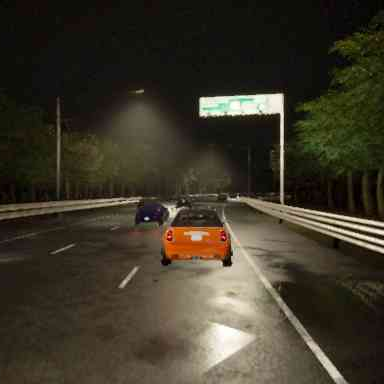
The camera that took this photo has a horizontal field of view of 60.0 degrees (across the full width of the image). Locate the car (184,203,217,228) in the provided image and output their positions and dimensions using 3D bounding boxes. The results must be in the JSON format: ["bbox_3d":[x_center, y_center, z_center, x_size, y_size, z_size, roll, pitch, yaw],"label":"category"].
[{"bbox_3d":[0.696,1.540,23.265,2.033,1.411,5.357,0,0,3],"label":"car"}]

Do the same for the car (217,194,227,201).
[{"bbox_3d":[6.997,1.300,76.744,2.097,1.767,4.553,0,0,10],"label":"car"}]

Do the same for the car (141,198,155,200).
[{"bbox_3d":[-5.088,1.460,39.098,1.837,1.490,4.892,0,0,5],"label":"car"}]

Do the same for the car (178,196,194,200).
[{"bbox_3d":[-0.866,1.321,45.952,2.097,1.767,4.553,0,0,6],"label":"car"}]

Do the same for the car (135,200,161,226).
[{"bbox_3d":[-2.722,1.510,23.349,1.812,1.442,4.674,0,0,3],"label":"car"}]

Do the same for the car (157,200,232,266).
[{"bbox_3d":[0.198,1.349,11.774,2.097,1.767,4.553,0,0,2],"label":"car"}]
